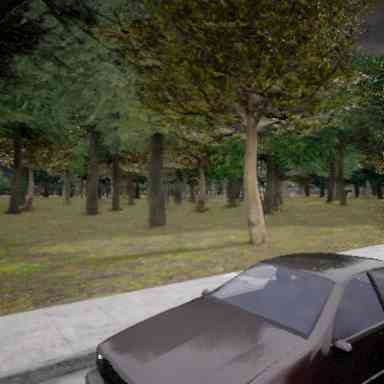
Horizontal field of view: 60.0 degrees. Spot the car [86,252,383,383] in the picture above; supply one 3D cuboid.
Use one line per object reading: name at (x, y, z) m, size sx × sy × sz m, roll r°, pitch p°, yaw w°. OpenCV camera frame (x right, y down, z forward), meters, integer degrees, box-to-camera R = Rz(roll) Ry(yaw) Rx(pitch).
car at (1.566, 1.549, 4.192) m, size 5.357 × 1.411 × 2.033 m, roll 0°, pitch 0°, yaw -36°
